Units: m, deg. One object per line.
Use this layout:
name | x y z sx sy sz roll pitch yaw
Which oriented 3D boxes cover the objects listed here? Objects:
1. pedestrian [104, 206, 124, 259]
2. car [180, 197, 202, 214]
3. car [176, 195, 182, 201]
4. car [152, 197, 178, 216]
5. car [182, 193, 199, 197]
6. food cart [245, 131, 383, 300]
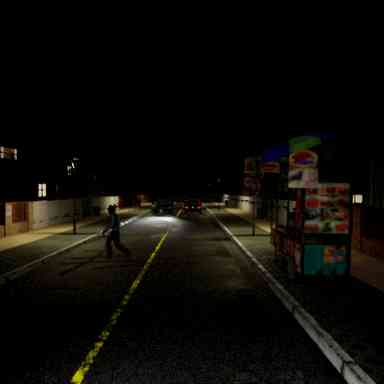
pedestrian | -2.558 1.289 10.905 0.375 1.860 0.375 -1 1 -2
car | 0.093 1.537 34.721 2.033 1.411 5.357 0 0 0
car | -2.753 1.412 73.496 1.882 1.535 5.008 0 0 0
car | -2.852 1.482 32.987 2.128 1.511 4.902 0 0 0
car | 0.084 1.210 44.637 2.150 2.045 5.566 0 0 0
food cart | 3.048 0.462 9.413 2.280 3.560 4.660 1 1 0
